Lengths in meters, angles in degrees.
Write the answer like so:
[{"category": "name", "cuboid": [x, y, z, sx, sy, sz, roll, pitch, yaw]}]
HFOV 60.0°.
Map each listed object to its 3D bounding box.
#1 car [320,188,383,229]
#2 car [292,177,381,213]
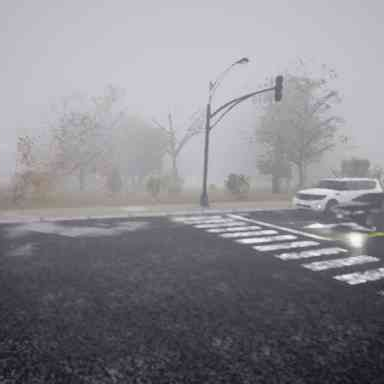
[{"category": "car", "cuboid": [8.496, 0.749, 15.321, 4.674, 1.442, 1.812, -1, 4, -25]}, {"category": "car", "cuboid": [8.336, 0.201, 18.818, 5.566, 2.045, 2.150, -1, 4, -26]}]
